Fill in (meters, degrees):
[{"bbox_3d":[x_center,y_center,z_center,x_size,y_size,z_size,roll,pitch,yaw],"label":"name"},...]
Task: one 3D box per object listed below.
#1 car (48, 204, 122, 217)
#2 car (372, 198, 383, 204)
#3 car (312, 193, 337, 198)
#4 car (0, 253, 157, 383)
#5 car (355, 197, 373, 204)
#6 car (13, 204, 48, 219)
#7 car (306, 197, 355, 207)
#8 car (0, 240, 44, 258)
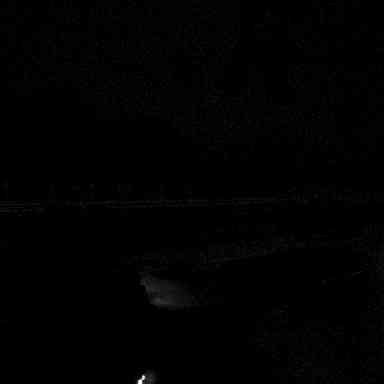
[{"bbox_3d":[-6.436,1.571,20.880,4.181,1.385,1.994,0,0,-35],"label":"car"},{"bbox_3d":[26.833,1.477,44.494,5.357,1.411,2.033,0,0,-35],"label":"car"},{"bbox_3d":[18.534,1.157,47.181,5.566,2.045,2.150,0,0,-35],"label":"car"},{"bbox_3d":[-2.509,1.488,1.961,4.902,1.511,2.128,0,0,-35],"label":"car"},{"bbox_3d":[24.512,1.421,47.133,4.902,1.511,2.128,0,0,-35],"label":"car"},{"bbox_3d":[-9.655,1.533,22.887,4.674,1.442,1.812,0,0,-35],"label":"car"},{"bbox_3d":[12.158,1.490,29.786,4.892,1.490,1.837,0,0,-35],"label":"car"},{"bbox_3d":[-3.520,1.547,5.537,5.357,1.411,2.033,0,0,-35],"label":"car"}]
